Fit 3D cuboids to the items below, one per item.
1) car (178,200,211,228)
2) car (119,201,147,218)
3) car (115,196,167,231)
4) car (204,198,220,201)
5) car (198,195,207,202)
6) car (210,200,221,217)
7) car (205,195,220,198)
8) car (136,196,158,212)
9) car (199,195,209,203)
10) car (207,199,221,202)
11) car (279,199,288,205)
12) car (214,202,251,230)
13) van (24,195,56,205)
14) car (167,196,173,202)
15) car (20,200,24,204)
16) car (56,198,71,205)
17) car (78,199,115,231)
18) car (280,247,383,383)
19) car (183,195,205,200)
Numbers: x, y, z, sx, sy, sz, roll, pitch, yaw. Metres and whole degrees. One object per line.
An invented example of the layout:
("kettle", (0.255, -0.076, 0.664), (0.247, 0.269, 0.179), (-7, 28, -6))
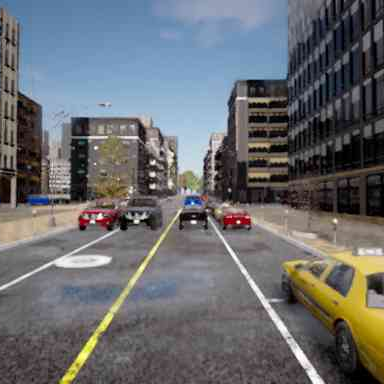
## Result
("car", (0.099, 1.582, 22.642), (1.837, 1.490, 4.892), (0, 0, 0))
("car", (-5.678, 1.653, 32.374), (1.887, 1.381, 4.507), (1, 0, 0))
("car", (-3.098, 1.293, 21.366), (2.150, 2.045, 5.566), (0, 0, 0))
("car", (2.702, 1.693, 37.832), (1.947, 1.339, 4.313), (1, 0, 0))
("car", (2.827, 1.612, 87.043), (2.192, 1.841, 5.009), (1, 0, 0))
("car", (2.703, 1.616, 27.123), (1.752, 1.417, 4.829), (1, 0, 0))
("car", (2.780, 1.460, 43.269), (2.192, 1.841, 5.009), (1, 0, 0))
("car", (-5.747, 1.461, 43.263), (2.192, 1.841, 5.009), (1, 0, 0))
("car", (2.836, 1.592, 81.343), (2.192, 1.841, 5.009), (1, 0, 0))
("car", (2.702, 1.674, 32.393), (1.947, 1.339, 4.313), (1, 0, 0))
("car", (17.281, 1.762, 57.629), (4.206, 1.307, 1.802), (0, -1, 0))
("car", (2.703, 1.616, 21.513), (1.887, 1.381, 4.507), (1, 0, 0))
("van", (-26.246, 1.385, 57.545), (3.998, 1.788, 1.690), (0, -1, 0))
("car", (-5.801, 1.848, 86.977), (2.008, 1.369, 4.403), (1, 0, 0))
("car", (-31.896, 1.794, 65.906), (4.206, 1.307, 1.802), (0, -1, 0))
("car", (-26.265, 1.793, 65.918), (4.313, 1.339, 1.947), (0, -1, 0))
("car", (-5.674, 1.387, 21.483), (2.192, 1.841, 5.009), (1, 0, 0))
("car", (2.703, 1.543, 5.365), (1.752, 1.417, 4.829), (1, 0, 0))
("car", (0.099, 1.358, 40.748), (2.150, 2.045, 5.566), (0, 0, 0))
